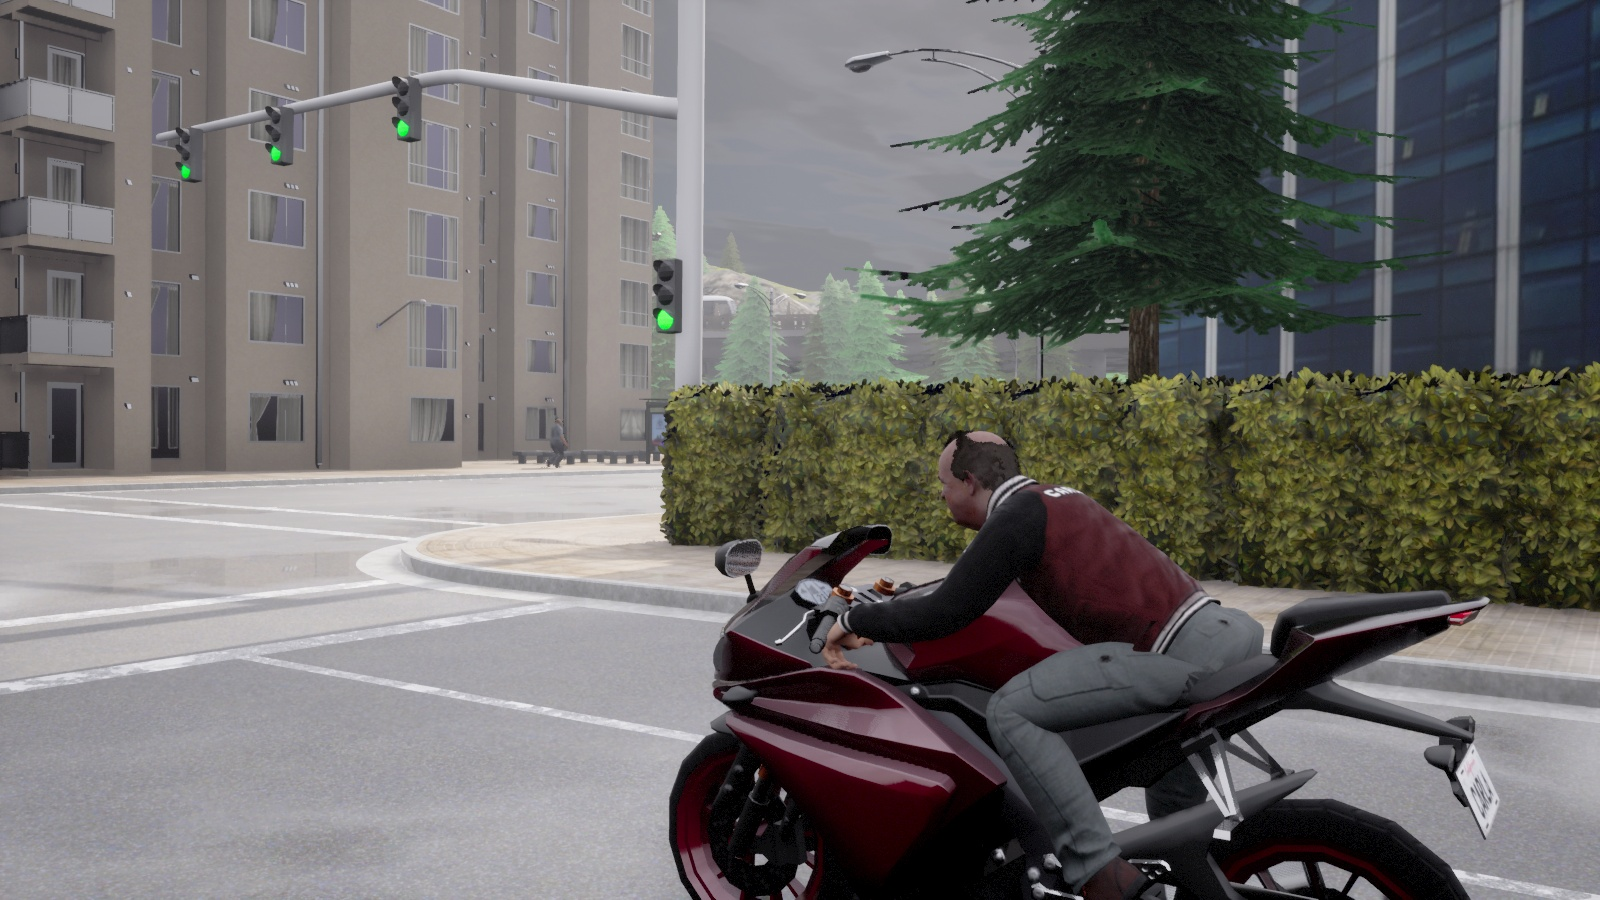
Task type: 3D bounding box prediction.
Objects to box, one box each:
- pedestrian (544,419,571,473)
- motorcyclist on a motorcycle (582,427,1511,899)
[{"bbox_3d":[-8.389,-0.127,43.431,0.540,1.848,0.694,0,1,41],"label":"pedestrian"},{"bbox_3d":[0.552,0.717,3.257,2.191,1.530,0.866,0,1,34],"label":"motorcyclist on a motorcycle"}]
